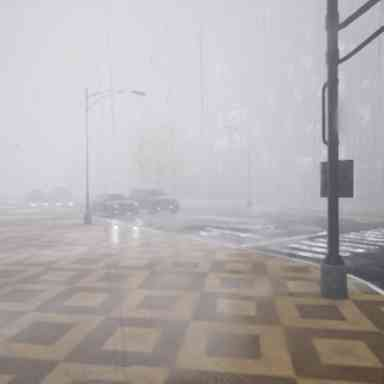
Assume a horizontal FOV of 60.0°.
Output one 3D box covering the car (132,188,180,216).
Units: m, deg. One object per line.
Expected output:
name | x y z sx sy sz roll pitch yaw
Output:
car | -3.258 0.706 26.873 2.150 2.045 5.566 -1 1 -38

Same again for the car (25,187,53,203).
car | -20.183 0.447 43.218 2.097 1.767 4.553 -1 2 -38

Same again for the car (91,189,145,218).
car | -5.766 0.868 24.804 2.097 1.767 4.553 -1 1 -38

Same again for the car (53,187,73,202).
car | -18.341 0.272 46.149 2.150 2.045 5.566 -1 1 -38
